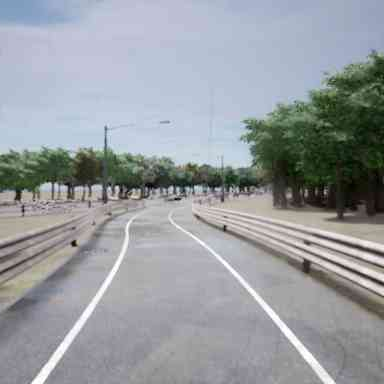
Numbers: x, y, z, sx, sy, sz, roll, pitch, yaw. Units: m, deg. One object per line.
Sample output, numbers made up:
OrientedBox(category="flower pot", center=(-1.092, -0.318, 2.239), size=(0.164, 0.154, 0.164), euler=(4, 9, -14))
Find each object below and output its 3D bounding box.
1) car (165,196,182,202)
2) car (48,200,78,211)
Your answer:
OrientedBox(category="car", center=(-4.204, 1.618, 76.742), size=(1.895, 1.301, 4.718), euler=(0, 1, 31))
OrientedBox(category="car", center=(-19.757, 1.995, 50.943), size=(1.812, 1.442, 4.674), euler=(0, 1, 31))
